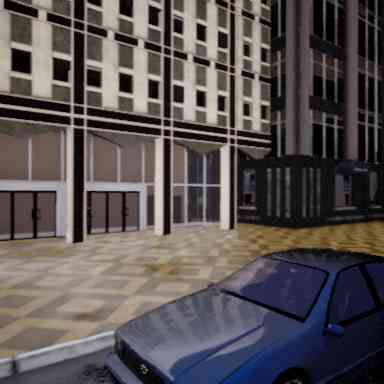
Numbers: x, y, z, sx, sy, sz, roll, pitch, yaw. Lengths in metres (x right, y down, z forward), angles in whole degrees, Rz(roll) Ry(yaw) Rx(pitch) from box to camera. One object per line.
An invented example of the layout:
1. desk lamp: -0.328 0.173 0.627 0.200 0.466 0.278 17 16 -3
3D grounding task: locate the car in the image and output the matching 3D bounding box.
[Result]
1. car: 1.661 1.547 4.558 5.357 1.411 2.033 0 0 -36
